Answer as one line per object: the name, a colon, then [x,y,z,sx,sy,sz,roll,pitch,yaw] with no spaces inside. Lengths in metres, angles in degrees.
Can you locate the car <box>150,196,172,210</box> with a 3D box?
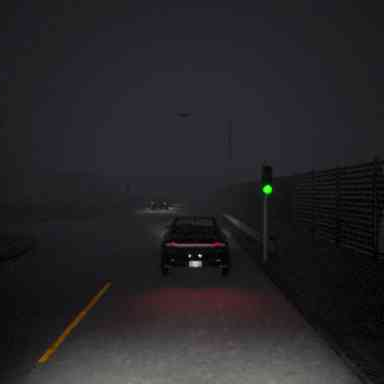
car: [-4.104,1.342,42.930,2.097,1.767,4.553,0,0,0]

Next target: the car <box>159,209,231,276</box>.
car: [0.087,1.489,10.303,2.128,1.511,4.902,0,0,0]

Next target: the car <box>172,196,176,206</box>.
car: [-4.078,1.588,52.297,1.895,1.301,4.718,0,0,0]

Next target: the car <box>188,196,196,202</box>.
car: [-0.021,1.577,79.719,1.895,1.301,4.718,0,0,0]

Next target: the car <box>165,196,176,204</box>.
car: [-4.013,1.463,62.732,1.882,1.535,5.008,0,0,0]

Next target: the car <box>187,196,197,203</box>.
car: [-0.013,1.579,69.947,1.895,1.301,4.718,0,0,0]
